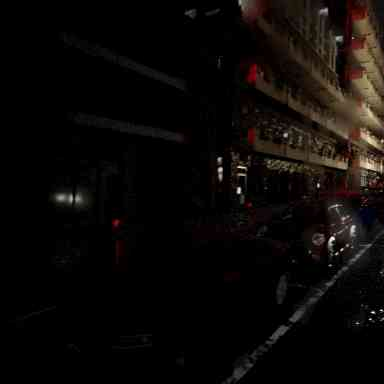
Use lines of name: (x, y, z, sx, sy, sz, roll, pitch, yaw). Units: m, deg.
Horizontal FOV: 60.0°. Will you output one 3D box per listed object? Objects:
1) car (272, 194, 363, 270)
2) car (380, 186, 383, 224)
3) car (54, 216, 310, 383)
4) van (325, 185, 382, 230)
car: (3.407, 1.037, 9.672, 1.967, 1.590, 4.097, 4, 4, 36)
car: (9.954, 0.585, 18.616, 2.192, 1.841, 5.009, 4, 4, 36)
car: (0.132, 1.305, 5.202, 1.887, 1.381, 4.507, 4, 4, 36)
van: (6.682, 0.775, 14.142, 1.690, 1.788, 3.998, 4, 4, 36)
